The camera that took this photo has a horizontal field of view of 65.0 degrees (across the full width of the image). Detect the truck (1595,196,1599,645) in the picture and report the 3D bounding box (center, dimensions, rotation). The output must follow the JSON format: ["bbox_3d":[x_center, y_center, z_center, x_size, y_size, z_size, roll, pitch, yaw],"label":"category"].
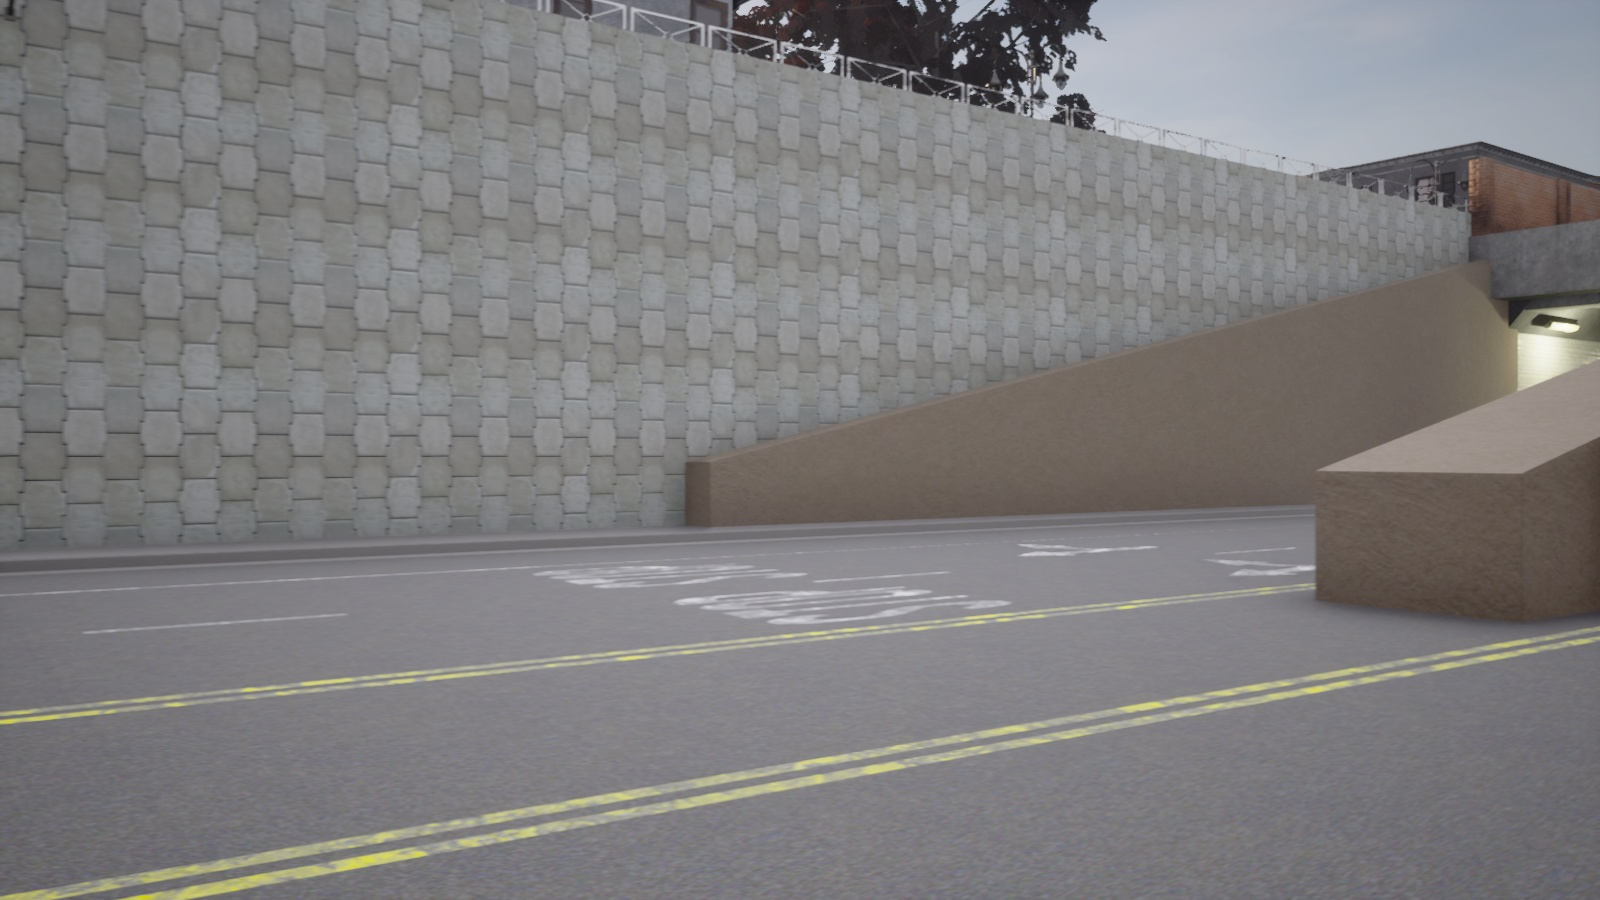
[{"bbox_3d":[10.240,-0.232,10.792,7.936,3.462,2.891,0,0,-35],"label":"truck"}]
